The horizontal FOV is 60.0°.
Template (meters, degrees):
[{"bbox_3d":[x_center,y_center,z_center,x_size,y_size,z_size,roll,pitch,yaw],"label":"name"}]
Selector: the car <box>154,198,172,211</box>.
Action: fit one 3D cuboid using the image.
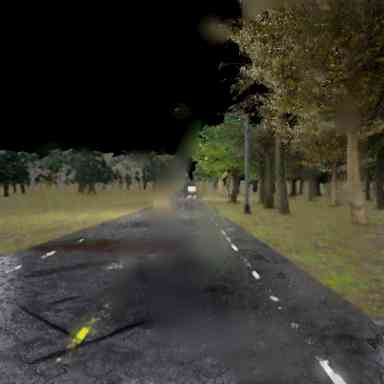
[{"bbox_3d":[-3.583,1.540,41.814,1.882,1.535,5.008,0,0,0],"label":"car"}]
